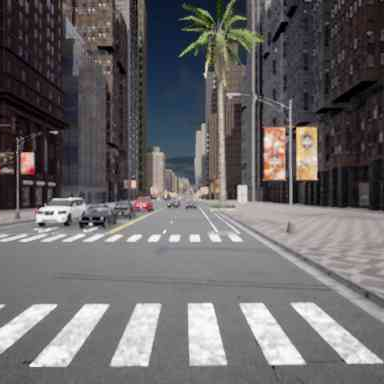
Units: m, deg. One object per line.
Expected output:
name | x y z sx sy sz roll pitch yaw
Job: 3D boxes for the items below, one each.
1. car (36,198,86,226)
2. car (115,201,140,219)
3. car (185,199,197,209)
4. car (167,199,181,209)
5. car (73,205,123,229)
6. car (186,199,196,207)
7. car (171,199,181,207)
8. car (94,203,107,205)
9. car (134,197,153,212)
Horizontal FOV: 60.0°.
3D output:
car | -9.921 1.483 25.821 2.150 2.045 5.566 0 -1 0
car | -6.692 1.896 32.866 1.994 1.385 4.181 0 -1 -1
car | -0.151 2.125 55.110 2.033 1.411 5.357 0 -1 0
car | -3.314 2.222 58.750 1.895 1.301 4.718 0 -1 0
car | -6.664 1.843 24.077 1.895 1.301 4.718 0 -1 0
car | -0.180 2.180 65.532 1.882 1.535 5.008 0 -1 0
car | -3.337 2.268 68.858 1.812 1.442 4.674 0 -1 0
car | -9.941 1.927 35.785 1.994 1.385 4.181 0 -1 0
car | -6.714 1.700 46.455 2.150 2.045 5.566 0 -1 0
